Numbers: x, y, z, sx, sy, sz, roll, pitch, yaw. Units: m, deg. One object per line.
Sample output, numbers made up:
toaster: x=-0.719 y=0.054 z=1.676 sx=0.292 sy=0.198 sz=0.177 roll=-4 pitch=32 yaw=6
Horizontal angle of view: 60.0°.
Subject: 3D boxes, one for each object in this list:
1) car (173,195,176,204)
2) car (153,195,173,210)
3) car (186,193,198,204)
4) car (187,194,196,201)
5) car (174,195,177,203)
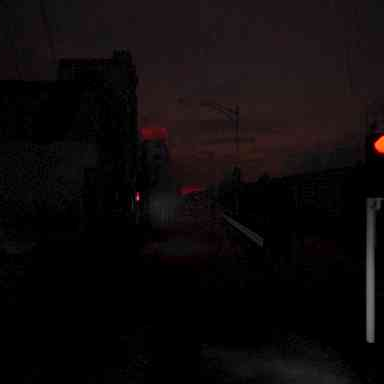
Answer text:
car: x=-4.134 y=1.614 z=54.611 sx=1.895 sy=1.301 sz=4.718 roll=0 pitch=0 yaw=0
car: x=-4.132 y=1.502 z=44.378 sx=2.128 sy=1.511 sz=4.902 roll=0 pitch=0 yaw=0
car: x=-0.056 y=1.237 z=66.323 sx=2.150 sy=2.045 sz=5.566 roll=0 pitch=0 yaw=0
car: x=-0.067 y=1.329 z=76.713 sx=1.882 sy=1.535 sz=5.008 roll=0 pitch=0 yaw=0
car: x=-4.098 y=1.368 z=65.114 sx=2.097 sy=1.767 sz=4.553 roll=0 pitch=0 yaw=0
